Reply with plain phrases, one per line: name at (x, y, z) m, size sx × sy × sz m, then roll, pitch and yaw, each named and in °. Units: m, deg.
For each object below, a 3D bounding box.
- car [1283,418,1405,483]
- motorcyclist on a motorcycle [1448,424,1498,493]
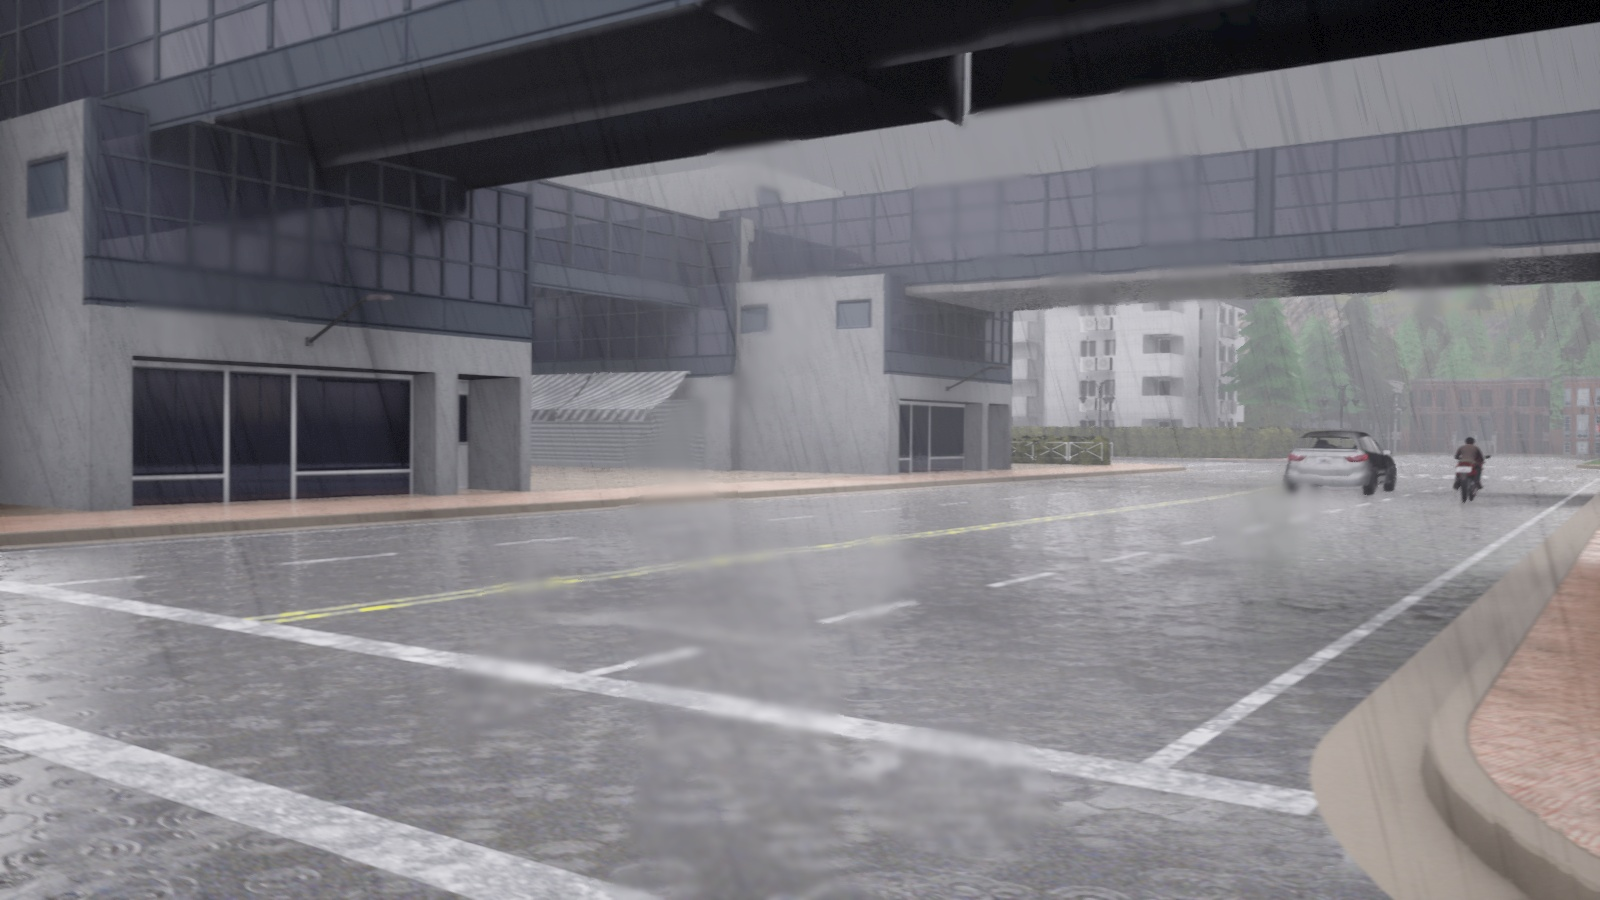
car at (14.936, -0.026, 34.327) m, size 2.242 × 1.667 × 4.611 m, roll 0°, pitch 1°, yaw 34°
motorcyclist on a motorcycle at (15.626, 0.175, 29.128) m, size 0.797 × 1.523 × 2.044 m, roll 0°, pitch 1°, yaw 34°
